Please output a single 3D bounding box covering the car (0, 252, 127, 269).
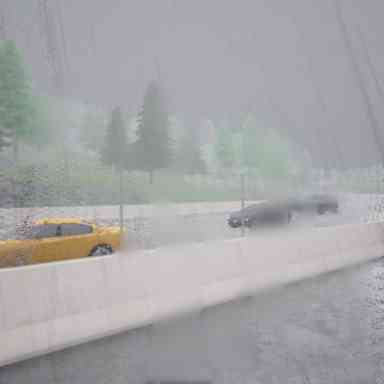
[{"bbox_3d":[-4.322,1.504,9.561,5.008,1.535,1.882,0,0,-36],"label":"car"}]
